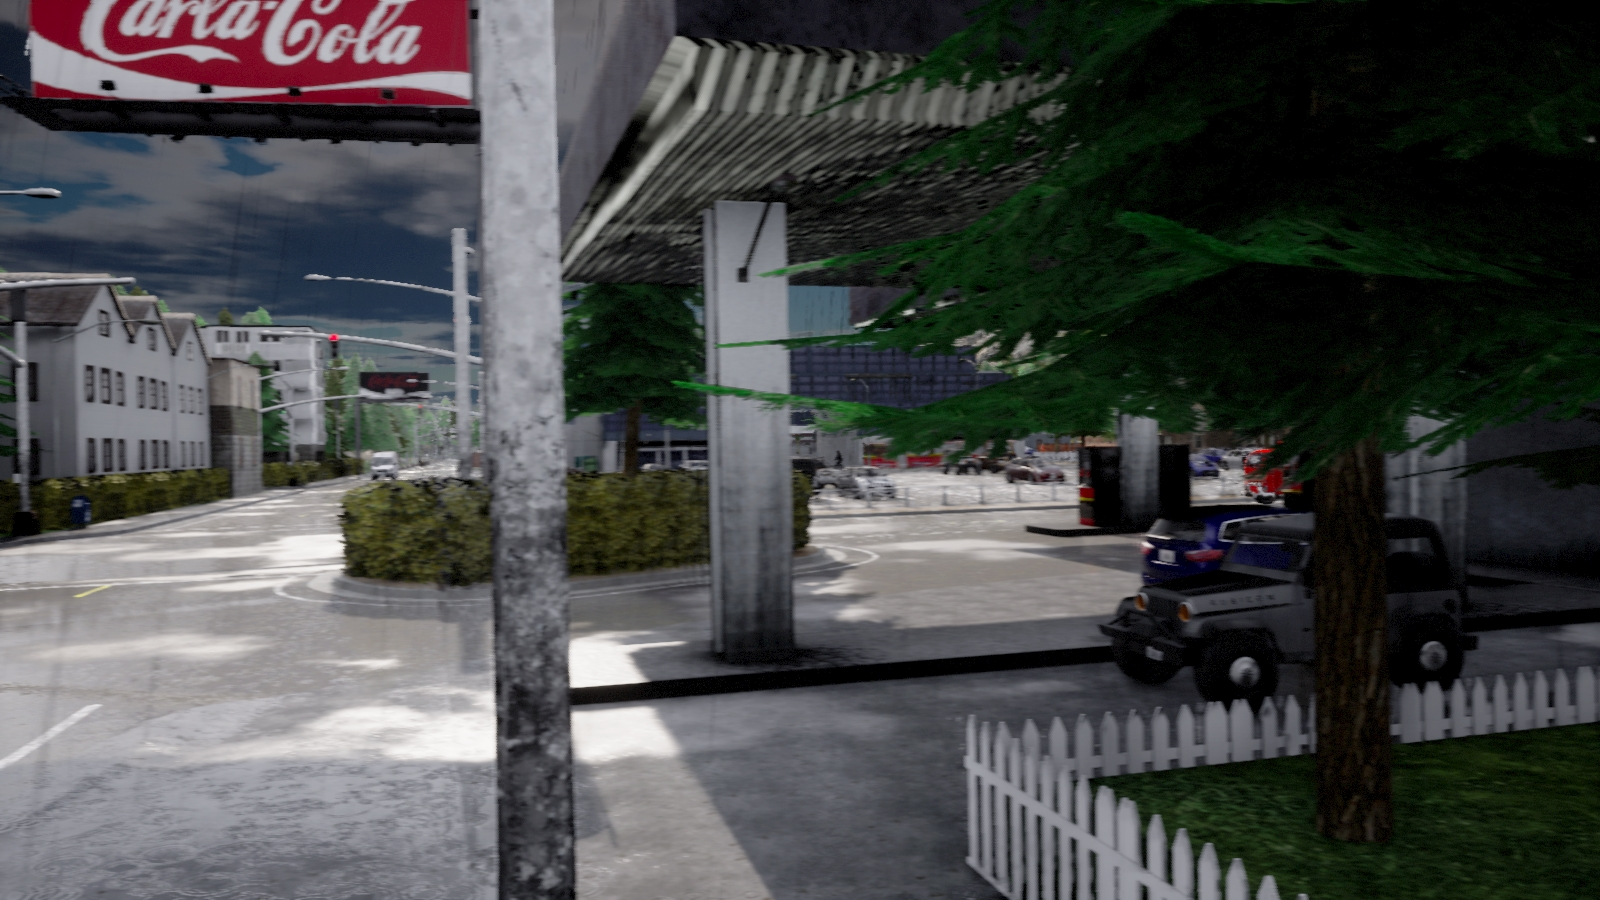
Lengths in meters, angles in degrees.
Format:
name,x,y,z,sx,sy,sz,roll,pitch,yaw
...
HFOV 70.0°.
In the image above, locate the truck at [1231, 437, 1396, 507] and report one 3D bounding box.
name,x,y,z,sx,sy,sz,roll,pitch,yaw
truck,19.629,0.805,43.770,5.204,2.467,2.627,-1,0,-15
